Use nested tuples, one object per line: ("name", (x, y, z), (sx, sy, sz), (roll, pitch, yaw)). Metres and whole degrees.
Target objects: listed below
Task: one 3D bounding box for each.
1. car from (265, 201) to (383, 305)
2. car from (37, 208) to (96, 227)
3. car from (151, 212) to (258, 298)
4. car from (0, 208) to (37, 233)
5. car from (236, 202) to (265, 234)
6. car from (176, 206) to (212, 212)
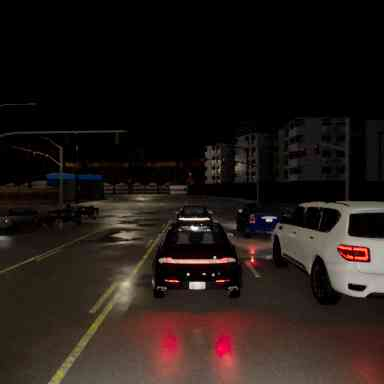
("car", (3.594, 1.220, 8.240), (2.150, 2.045, 5.566), (0, 0, 0))
("car", (-6.991, 1.209, 19.703), (1.895, 1.301, 4.718), (0, 0, 0))
("car", (0.102, 1.499, 8.527), (2.128, 1.511, 4.902), (0, 0, 0))
("car", (-10.491, 1.614, 19.712), (1.895, 1.301, 4.718), (0, 0, 0))
("car", (3.609, 1.328, 17.663), (2.097, 1.767, 4.553), (0, 0, 0))
("car", (0.111, 1.473, 17.940), (2.128, 1.511, 4.902), (0, 0, 0))
